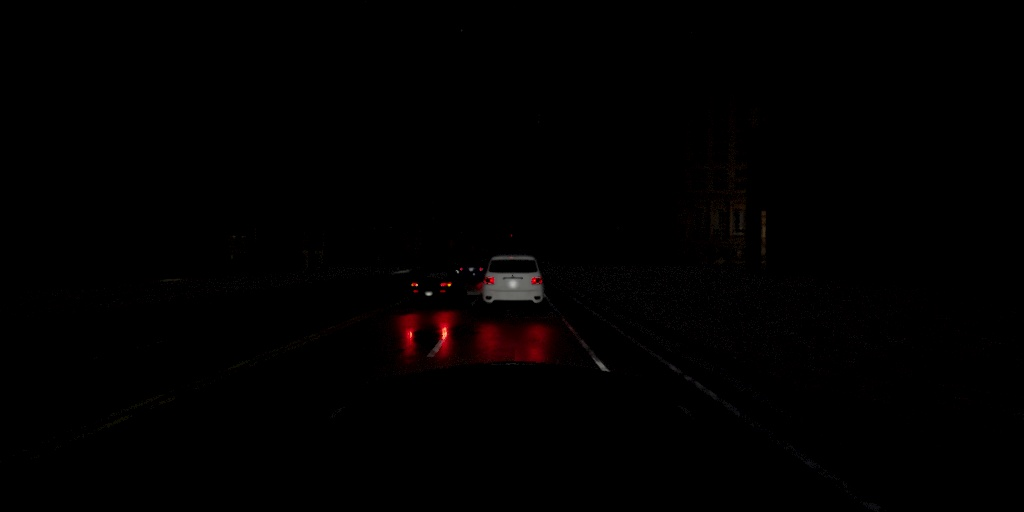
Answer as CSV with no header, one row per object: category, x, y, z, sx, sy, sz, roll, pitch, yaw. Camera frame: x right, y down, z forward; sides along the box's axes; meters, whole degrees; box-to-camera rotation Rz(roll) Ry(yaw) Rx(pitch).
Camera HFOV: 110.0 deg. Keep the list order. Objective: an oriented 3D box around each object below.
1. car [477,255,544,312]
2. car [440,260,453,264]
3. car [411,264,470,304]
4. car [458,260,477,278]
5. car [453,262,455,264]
car,0.061,0.967,14.417,2.150,2.045,5.566,0,0,1
car,-9.813,1.350,54.667,2.033,1.411,5.357,0,0,0
car,-3.182,1.270,16.069,1.812,1.442,4.674,0,0,0
car,-3.192,1.109,30.217,2.097,1.767,4.553,0,0,0
car,-6.589,1.287,50.850,2.128,1.511,4.902,0,0,0
